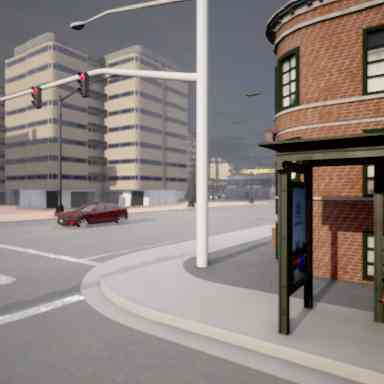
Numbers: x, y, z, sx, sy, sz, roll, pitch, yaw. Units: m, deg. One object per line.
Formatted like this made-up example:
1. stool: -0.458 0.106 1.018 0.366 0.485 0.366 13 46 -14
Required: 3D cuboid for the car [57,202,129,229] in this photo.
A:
1. car: -6.457 1.470 22.113 1.882 1.535 5.008 0 0 35
